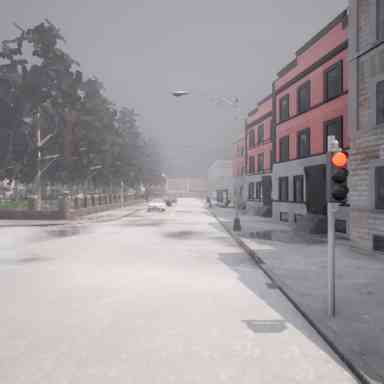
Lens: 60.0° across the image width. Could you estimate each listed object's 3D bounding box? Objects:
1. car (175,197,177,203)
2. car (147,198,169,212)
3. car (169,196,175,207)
[{"bbox_3d":[-3.942,1.548,67.037,2.033,1.411,5.357,0,0,0],"label":"car"},{"bbox_3d":[-4.051,1.526,38.957,1.812,1.442,4.674,0,0,0],"label":"car"},{"bbox_3d":[-4.048,1.601,51.016,1.895,1.301,4.718,0,0,0],"label":"car"}]
